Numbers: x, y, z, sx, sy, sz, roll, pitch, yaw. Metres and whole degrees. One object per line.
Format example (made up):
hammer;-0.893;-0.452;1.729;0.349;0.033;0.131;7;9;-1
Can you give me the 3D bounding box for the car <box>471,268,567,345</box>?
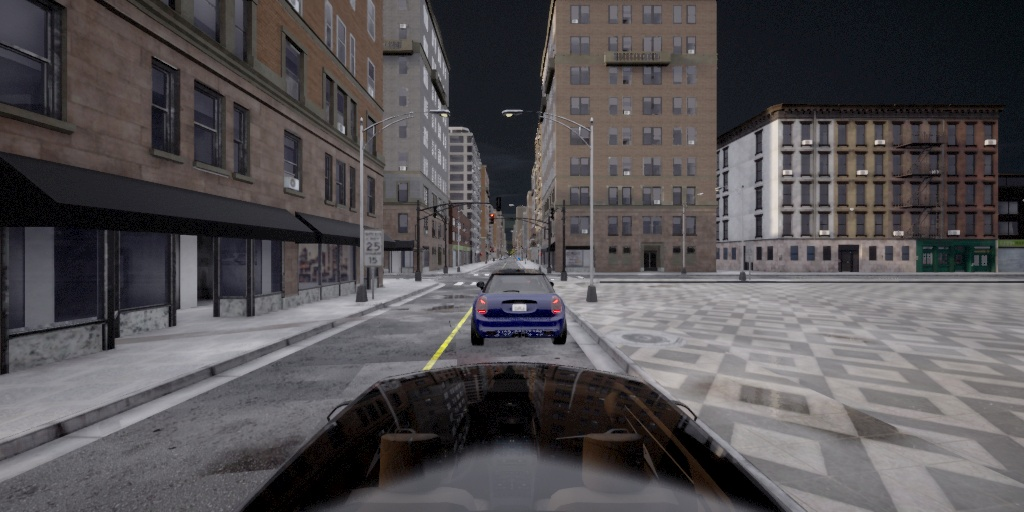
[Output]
car;0.102;1.102;9.640;2.097;1.767;4.553;0;0;-1
